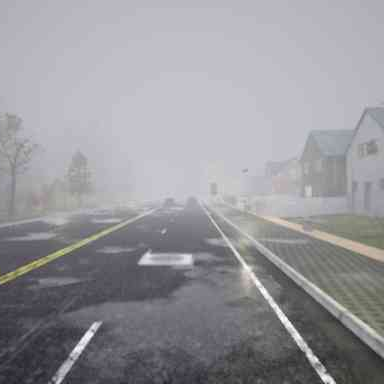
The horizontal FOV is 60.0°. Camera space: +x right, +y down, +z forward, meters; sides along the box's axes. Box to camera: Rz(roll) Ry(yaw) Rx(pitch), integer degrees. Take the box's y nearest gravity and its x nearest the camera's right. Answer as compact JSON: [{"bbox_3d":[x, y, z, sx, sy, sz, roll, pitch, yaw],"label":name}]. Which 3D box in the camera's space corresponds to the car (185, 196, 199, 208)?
[{"bbox_3d":[0.029,1.541,48.624,1.882,1.535,5.008,0,0,0],"label":"car"}]

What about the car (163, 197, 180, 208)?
[{"bbox_3d":[-3.220,1.569,48.973,1.837,1.490,4.892,0,0,0],"label":"car"}]

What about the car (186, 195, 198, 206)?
[{"bbox_3d":[0.035,1.435,59.116,2.097,1.767,4.553,0,0,0],"label":"car"}]

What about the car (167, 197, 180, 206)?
[{"bbox_3d":[-3.214,1.632,59.137,2.033,1.411,5.357,0,0,0],"label":"car"}]
